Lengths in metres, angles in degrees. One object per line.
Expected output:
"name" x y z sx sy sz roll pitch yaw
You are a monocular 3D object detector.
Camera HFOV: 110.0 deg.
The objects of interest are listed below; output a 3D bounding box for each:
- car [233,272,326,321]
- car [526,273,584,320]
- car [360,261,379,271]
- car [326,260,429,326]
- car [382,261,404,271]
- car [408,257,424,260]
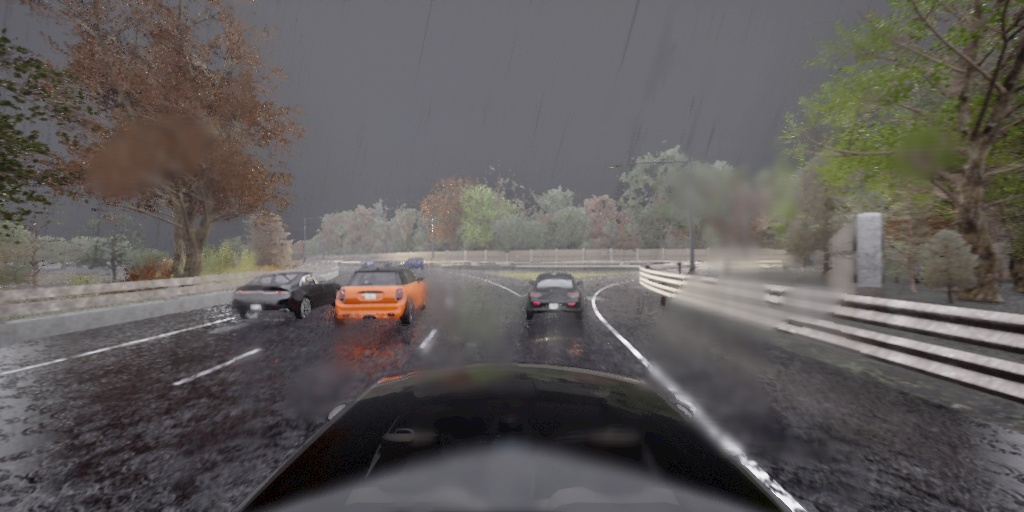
"car" -7.717 1.317 12.889 2.128 1.511 4.902 0 0 -6
"car" 1.552 1.310 12.766 1.812 1.442 4.674 0 0 8
"car" -22.132 1.574 55.698 1.812 1.442 4.674 0 0 -34
"car" -4.127 1.159 12.102 2.097 1.767 4.553 0 0 -5
"car" -19.133 1.533 57.502 2.128 1.511 4.902 0 0 -34
"car" -16.152 1.256 59.333 2.150 2.045 5.566 0 0 -34
